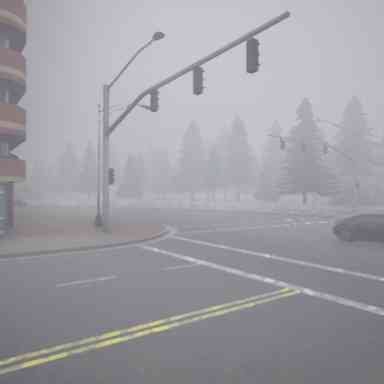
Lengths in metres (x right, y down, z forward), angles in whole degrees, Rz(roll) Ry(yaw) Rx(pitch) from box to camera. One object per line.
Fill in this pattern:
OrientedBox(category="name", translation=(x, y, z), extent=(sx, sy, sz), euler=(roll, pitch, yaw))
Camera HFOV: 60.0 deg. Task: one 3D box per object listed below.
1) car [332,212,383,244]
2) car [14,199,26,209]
OrientedBox(category="car", translation=(8.291, 1.610, 14.146), extent=(1.812, 1.442, 4.674), euler=(1, 0, -32))
OrientedBox(category="car", translation=(-24.166, 1.263, 43.362), extent=(4.553, 1.767, 2.097), euler=(0, 0, -33))
